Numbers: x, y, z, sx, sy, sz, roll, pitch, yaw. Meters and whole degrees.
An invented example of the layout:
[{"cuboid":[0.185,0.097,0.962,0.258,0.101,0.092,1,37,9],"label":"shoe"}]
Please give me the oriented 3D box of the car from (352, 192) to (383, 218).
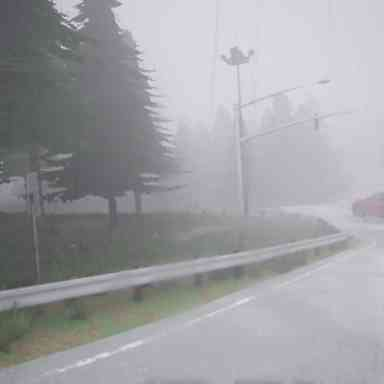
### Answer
[{"cuboid":[13.341,0.981,22.310,2.150,2.045,5.566,0,6,-12],"label":"car"}]
